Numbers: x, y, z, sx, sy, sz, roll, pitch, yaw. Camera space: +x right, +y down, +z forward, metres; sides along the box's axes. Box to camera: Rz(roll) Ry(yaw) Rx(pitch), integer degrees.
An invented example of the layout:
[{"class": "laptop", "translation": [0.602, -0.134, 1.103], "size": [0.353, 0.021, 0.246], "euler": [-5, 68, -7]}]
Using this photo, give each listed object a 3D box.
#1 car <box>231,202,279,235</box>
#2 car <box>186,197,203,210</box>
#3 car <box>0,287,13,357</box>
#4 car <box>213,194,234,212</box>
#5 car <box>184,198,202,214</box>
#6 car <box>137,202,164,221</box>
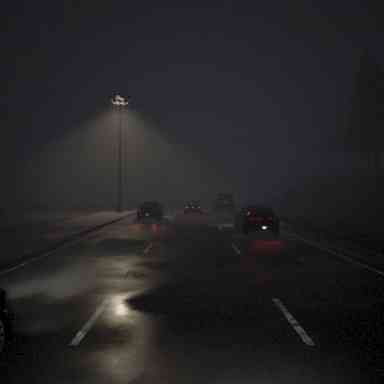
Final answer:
[{"class": "car", "translation": [3.605, 1.505, 18.978], "size": [1.837, 1.490, 4.892], "euler": [0, 0, 0]}, {"class": "car", "translation": [0.374, 1.491, 44.579], "size": [2.128, 1.511, 4.902], "euler": [0, 0, 3]}, {"class": "car", "translation": [-3.404, 1.490, 2.687], "size": [2.128, 1.511, 4.902], "euler": [0, 0, 0]}, {"class": "car", "translation": [3.652, 1.220, 38.696], "size": [2.150, 2.045, 5.566], "euler": [0, 0, 0]}, {"class": "car", "translation": [0.115, 1.547, 34.830], "size": [2.033, 1.411, 5.357], "euler": [0, 0, 0]}, {"class": "car", "translation": [-3.394, 1.525, 27.424], "size": [1.812, 1.442, 4.674], "euler": [0, 0, 0]}]
